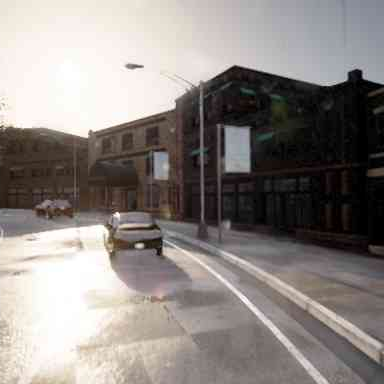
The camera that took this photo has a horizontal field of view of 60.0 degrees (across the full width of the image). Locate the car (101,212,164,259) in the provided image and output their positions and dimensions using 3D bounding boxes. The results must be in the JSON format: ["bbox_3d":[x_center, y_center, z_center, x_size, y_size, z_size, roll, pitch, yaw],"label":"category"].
[{"bbox_3d":[-2.395,1.505,12.883,2.128,1.511,4.902,0,0,-18],"label":"car"}]

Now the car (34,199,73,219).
[{"bbox_3d":[-12.261,1.387,29.371,2.097,1.767,4.553,1,0,-42],"label":"car"}]
